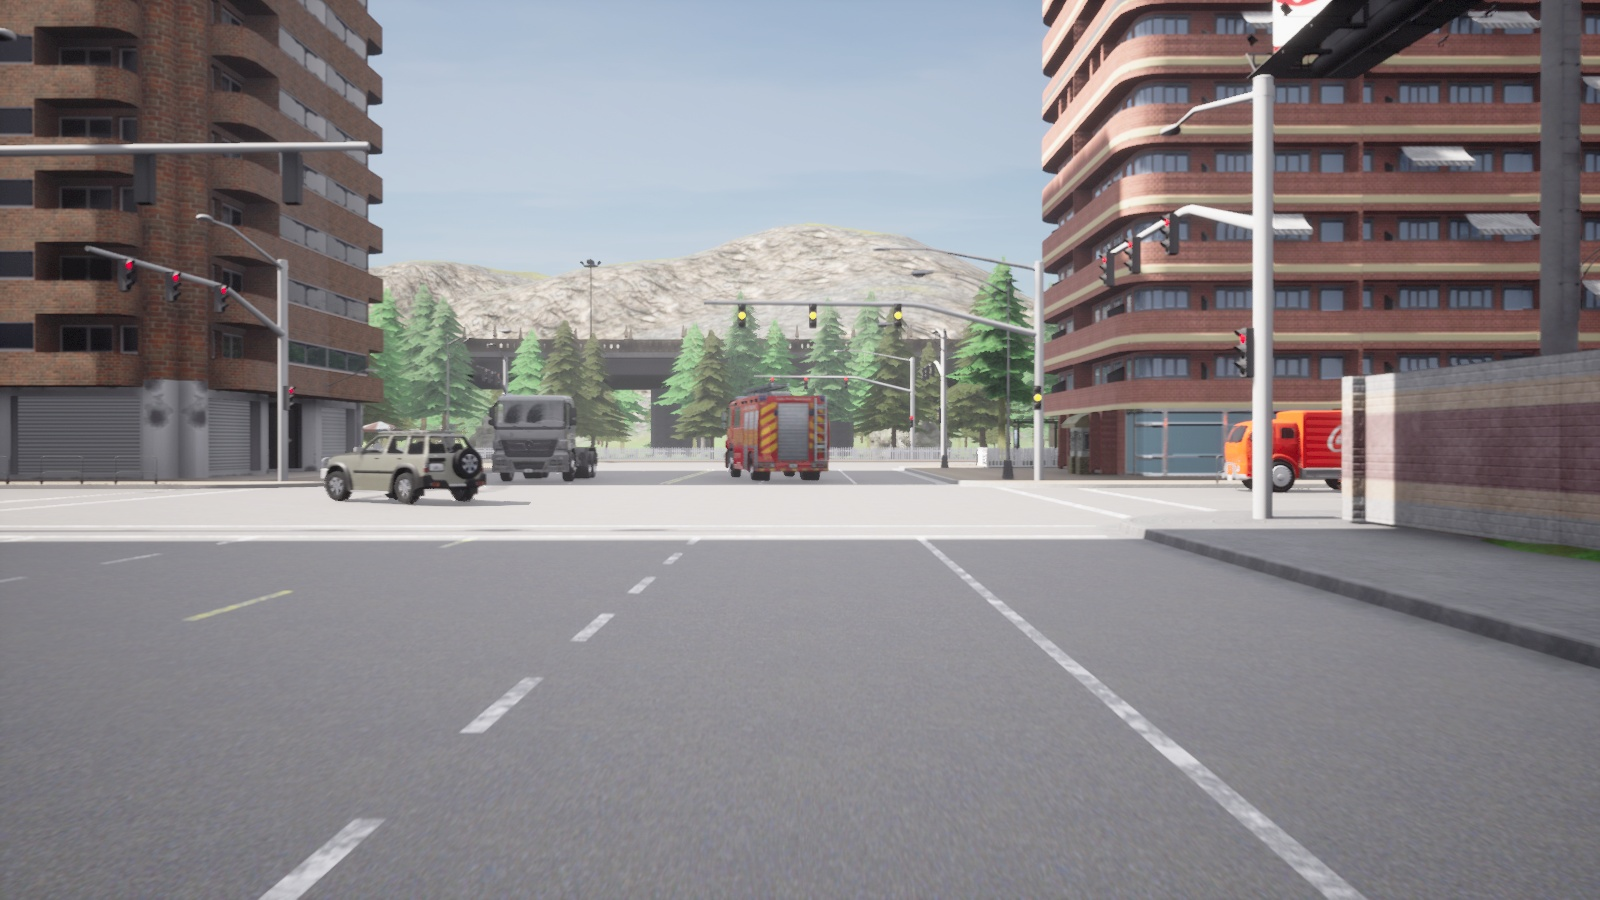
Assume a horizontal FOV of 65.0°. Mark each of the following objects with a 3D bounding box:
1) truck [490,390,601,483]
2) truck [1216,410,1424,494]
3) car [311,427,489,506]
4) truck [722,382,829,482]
[{"bbox_3d":[-10.190,-0.532,51.124,2.891,3.462,7.936,0,0,0],"label":"truck"},{"bbox_3d":[15.672,0.058,38.115,5.204,2.467,2.627,0,0,0],"label":"truck"},{"bbox_3d":[-10.138,0.376,31.714,4.605,1.855,1.932,0,0,36],"label":"car"},{"bbox_3d":[-1.200,-0.717,52.793,2.891,3.827,8.468,0,0,-12],"label":"truck"}]
